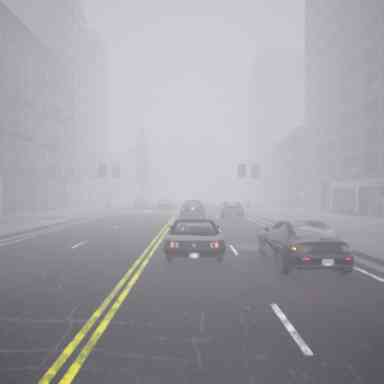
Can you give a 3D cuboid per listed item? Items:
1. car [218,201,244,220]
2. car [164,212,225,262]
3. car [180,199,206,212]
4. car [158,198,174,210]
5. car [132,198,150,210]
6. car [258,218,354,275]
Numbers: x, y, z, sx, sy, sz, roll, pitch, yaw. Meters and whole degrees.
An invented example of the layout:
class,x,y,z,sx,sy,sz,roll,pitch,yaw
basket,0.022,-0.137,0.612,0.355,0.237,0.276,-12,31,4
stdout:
class,x,y,z,sx,sy,sz,roll,pitch,yaw
car,3.340,1.528,28.836,2.128,1.511,4.902,0,0,0
car,0.084,1.617,12.182,1.895,1.301,4.718,0,0,0
car,0.087,1.388,28.607,2.097,1.767,4.553,0,0,0
car,-3.336,1.528,43.119,1.882,1.535,5.008,0,0,0
car,-6.585,1.555,43.541,1.837,1.490,4.892,0,0,0
car,3.324,1.539,10.394,1.812,1.442,4.674,0,0,0
